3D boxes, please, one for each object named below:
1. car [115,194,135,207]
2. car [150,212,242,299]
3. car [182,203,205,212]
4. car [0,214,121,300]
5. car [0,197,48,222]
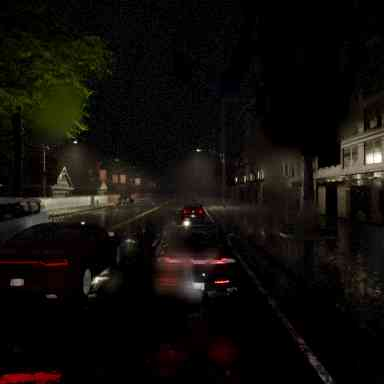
[{"bbox_3d":[-9.771,1.134,48.763,2.097,1.767,4.553,0,0,0],"label":"car"},{"bbox_3d":[0.091,1.491,8.432,2.128,1.511,4.902,0,0,0],"label":"car"},{"bbox_3d":[0.088,1.596,28.381,1.895,1.301,4.718,0,0,0],"label":"car"},{"bbox_3d":[-3.154,1.477,8.473,1.882,1.535,5.008,0,0,0],"label":"car"},{"bbox_3d":[-6.605,1.221,10.790,2.150,2.045,5.566,0,0,0],"label":"car"}]
